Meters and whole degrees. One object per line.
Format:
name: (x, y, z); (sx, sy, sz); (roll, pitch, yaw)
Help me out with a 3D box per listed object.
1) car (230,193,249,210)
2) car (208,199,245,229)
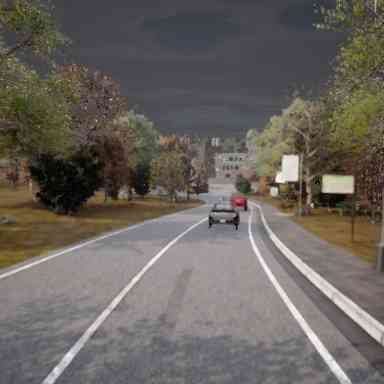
car: (5.967, 1.194, 42.453); (2.150, 2.045, 5.566); (1, 0, 10)
car: (2.182, 1.476, 21.807); (2.128, 1.511, 4.902); (1, 0, 9)
